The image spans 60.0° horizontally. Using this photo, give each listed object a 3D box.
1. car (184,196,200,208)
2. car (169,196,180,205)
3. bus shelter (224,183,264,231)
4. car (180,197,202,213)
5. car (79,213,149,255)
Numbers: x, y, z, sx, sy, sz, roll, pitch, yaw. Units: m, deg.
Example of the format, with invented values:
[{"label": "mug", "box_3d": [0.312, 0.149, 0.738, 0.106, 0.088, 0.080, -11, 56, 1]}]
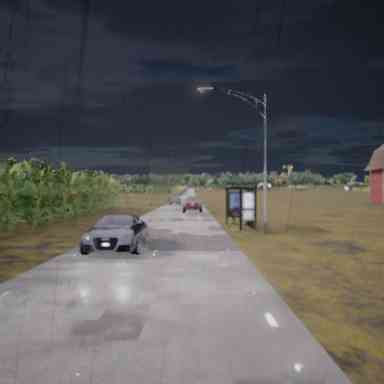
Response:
[{"label": "car", "box_3d": [0.018, 1.409, 47.974, 2.128, 1.511, 4.902, 0, 0, 0]}, {"label": "car", "box_3d": [-2.794, 1.420, 55.478, 1.837, 1.490, 4.892, 0, 0, 0]}, {"label": "bus shelter", "box_3d": [3.129, 0.828, 20.934, 1.920, 2.740, 3.880, 0, 0, 0]}, {"label": "car", "box_3d": [0.058, 1.276, 36.402, 2.097, 1.767, 4.553, -1, 0, 0]}, {"label": "car", "box_3d": [-2.848, 1.533, 12.946, 1.994, 1.385, 4.181, 0, 0, 0]}]
